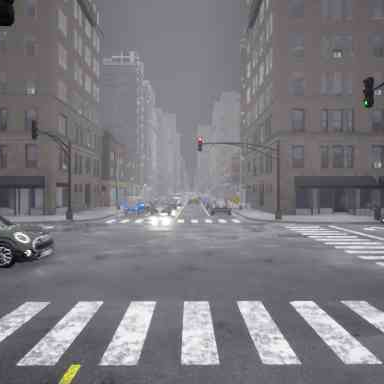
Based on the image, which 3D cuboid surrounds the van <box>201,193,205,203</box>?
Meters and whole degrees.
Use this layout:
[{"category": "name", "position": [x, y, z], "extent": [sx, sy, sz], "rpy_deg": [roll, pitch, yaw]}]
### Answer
[{"category": "van", "position": [2.855, 1.344, 56.026], "extent": [1.690, 1.788, 3.998], "rpy_deg": [0, 0, 0]}]

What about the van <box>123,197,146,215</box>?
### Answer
[{"category": "van", "position": [-5.748, 1.343, 33.376], "extent": [1.690, 1.788, 3.998], "rpy_deg": [0, 0, 0]}]

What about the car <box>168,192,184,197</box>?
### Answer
[{"category": "car", "position": [-2.904, 1.224, 54.492], "extent": [2.150, 2.045, 5.566], "rpy_deg": [0, 0, 0]}]

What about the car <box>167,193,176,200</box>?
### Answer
[{"category": "car", "position": [-5.555, 1.306, 90.059], "extent": [2.192, 1.841, 5.009], "rpy_deg": [0, 0, 0]}]

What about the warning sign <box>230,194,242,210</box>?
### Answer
[{"category": "warning sign", "position": [5.199, 1.118, 39.336], "extent": [1.300, 1.860, 1.060], "rpy_deg": [0, 0, 0]}]

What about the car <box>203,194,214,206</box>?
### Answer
[{"category": "car", "position": [2.816, 1.443, 44.688], "extent": [1.967, 1.590, 4.097], "rpy_deg": [0, 0, 0]}]

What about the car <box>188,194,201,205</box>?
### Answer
[{"category": "car", "position": [0.297, 1.528, 58.772], "extent": [1.812, 1.442, 4.674], "rpy_deg": [0, 0, 0]}]

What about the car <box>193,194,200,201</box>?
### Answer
[{"category": "car", "position": [1.088, 1.448, 89.541], "extent": [1.801, 1.575, 5.366], "rpy_deg": [0, 0, 0]}]

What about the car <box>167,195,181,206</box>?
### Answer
[{"category": "car", "position": [-2.953, 1.494, 43.762], "extent": [2.128, 1.511, 4.902], "rpy_deg": [0, 0, 0]}]

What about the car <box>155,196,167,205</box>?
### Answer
[{"category": "car", "position": [-5.652, 1.527, 61.548], "extent": [1.752, 1.417, 4.829], "rpy_deg": [0, 0, 0]}]

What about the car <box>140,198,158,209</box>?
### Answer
[{"category": "car", "position": [-5.709, 1.569, 44.713], "extent": [1.947, 1.339, 4.313], "rpy_deg": [0, 0, 0]}]

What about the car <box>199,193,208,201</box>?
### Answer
[{"category": "car", "position": [2.951, 1.309, 84.372], "extent": [2.192, 1.841, 5.009], "rpy_deg": [0, 0, 0]}]

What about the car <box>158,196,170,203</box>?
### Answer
[{"category": "car", "position": [-5.632, 1.566, 67.386], "extent": [1.947, 1.339, 4.313], "rpy_deg": [0, 0, 0]}]

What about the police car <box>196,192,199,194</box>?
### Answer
[{"category": "police car", "position": [1.064, 1.421, 79.446], "extent": [1.930, 1.638, 5.238], "rpy_deg": [0, 0, -1]}]

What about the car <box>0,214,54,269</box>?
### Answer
[{"category": "car", "position": [-6.879, 1.345, 10.611], "extent": [4.553, 1.767, 2.097], "rpy_deg": [0, 0, 0]}]

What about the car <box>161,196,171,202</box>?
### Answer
[{"category": "car", "position": [-5.613, 1.543, 73.054], "extent": [1.887, 1.381, 4.507], "rpy_deg": [0, 0, 0]}]

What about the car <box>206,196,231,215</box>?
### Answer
[{"category": "car", "position": [2.778, 1.442, 33.350], "extent": [1.967, 1.590, 4.097], "rpy_deg": [0, 0, 0]}]

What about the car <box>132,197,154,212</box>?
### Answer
[{"category": "car", "position": [-5.729, 1.443, 39.045], "extent": [1.967, 1.590, 4.097], "rpy_deg": [0, 0, 0]}]

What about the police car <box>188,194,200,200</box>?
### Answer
[{"category": "police car", "position": [0.595, 1.414, 95.369], "extent": [1.930, 1.638, 5.238], "rpy_deg": [0, 0, -16]}]

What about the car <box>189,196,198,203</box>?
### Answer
[{"category": "car", "position": [0.286, 1.601, 69.163], "extent": [1.895, 1.301, 4.718], "rpy_deg": [0, 0, 1]}]

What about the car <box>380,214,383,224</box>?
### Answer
[{"category": "car", "position": [14.355, 1.520, 20.697], "extent": [4.892, 1.490, 1.837], "rpy_deg": [0, 0, 0]}]

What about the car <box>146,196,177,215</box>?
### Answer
[{"category": "car", "position": [-2.993, 1.493, 33.517], "extent": [2.128, 1.511, 4.902], "rpy_deg": [0, 0, 0]}]

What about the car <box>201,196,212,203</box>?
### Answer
[{"category": "car", "position": [2.894, 1.551, 67.365], "extent": [2.008, 1.369, 4.403], "rpy_deg": [0, 0, 0]}]

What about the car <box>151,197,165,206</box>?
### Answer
[{"category": "car", "position": [-5.671, 1.568, 56.050], "extent": [1.947, 1.339, 4.313], "rpy_deg": [0, 0, 0]}]

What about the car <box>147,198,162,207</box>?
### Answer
[{"category": "car", "position": [-5.690, 1.585, 50.381], "extent": [1.802, 1.307, 4.206], "rpy_deg": [0, 0, 0]}]
